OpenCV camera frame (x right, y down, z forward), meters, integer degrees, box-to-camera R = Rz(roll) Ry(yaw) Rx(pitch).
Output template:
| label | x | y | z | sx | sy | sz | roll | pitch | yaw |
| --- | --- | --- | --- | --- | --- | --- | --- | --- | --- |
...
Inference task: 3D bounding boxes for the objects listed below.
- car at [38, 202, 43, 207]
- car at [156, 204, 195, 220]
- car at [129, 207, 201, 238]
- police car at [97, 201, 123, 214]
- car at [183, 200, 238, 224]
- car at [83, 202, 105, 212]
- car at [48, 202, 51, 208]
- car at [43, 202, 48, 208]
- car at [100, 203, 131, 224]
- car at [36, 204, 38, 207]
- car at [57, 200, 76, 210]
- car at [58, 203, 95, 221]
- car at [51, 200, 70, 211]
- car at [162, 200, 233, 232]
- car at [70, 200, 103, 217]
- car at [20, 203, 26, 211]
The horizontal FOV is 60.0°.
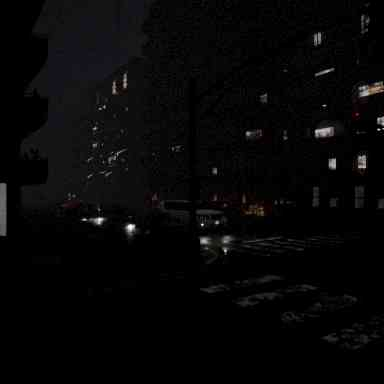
| label | x | y | z | sx | sy | sz | roll | pitch | yaw |
| --- | --- | --- | --- | --- | --- | --- | --- | --- | --- |
| car | -35.038 | 3.049 | 80.077 | 1.887 | 1.381 | 4.507 | -1 | 0 | -36 |
| car | -1.791 | 2.045 | 34.227 | 1.887 | 1.381 | 4.507 | -1 | 0 | -36 |
| car | -1.764 | 1.833 | 19.970 | 1.752 | 1.417 | 4.829 | -1 | 0 | -36 |
| police car | -12.273 | 2.256 | 49.516 | 1.930 | 1.638 | 5.238 | 0 | -1 | -36 |
| car | 1.527 | 1.713 | 29.643 | 2.192 | 1.841 | 5.009 | -1 | 0 | -36 |
| car | -16.312 | 2.432 | 55.097 | 1.882 | 1.535 | 5.008 | 0 | -1 | -36 |
| car | -28.394 | 2.623 | 70.908 | 2.192 | 1.841 | 5.009 | -1 | 0 | -36 |
| car | -31.712 | 2.972 | 75.492 | 1.947 | 1.339 | 4.313 | -1 | 0 | -36 |
| car | -6.185 | 2.052 | 30.498 | 2.033 | 1.411 | 5.357 | 0 | -1 | -36 |
| car | -38.357 | 3.168 | 84.665 | 1.947 | 1.339 | 4.313 | -1 | 0 | -36 |
| car | -25.069 | 2.524 | 66.322 | 2.192 | 1.841 | 5.009 | -1 | 0 | -36 |
| car | -11.838 | 2.163 | 33.863 | 1.887 | 1.381 | 4.507 | -1 | 0 | -36 |
| car | -23.188 | 2.594 | 59.403 | 1.837 | 1.490 | 4.892 | 0 | -3 | -36 |
| car | -0.127 | 1.538 | 22.145 | 2.150 | 2.045 | 5.566 | 0 | -1 | -36 |
| car | -12.306 | 2.044 | 38.966 | 2.097 | 1.767 | 4.553 | 0 | -1 | -36 |
| car | -31.786 | 2.769 | 61.374 | 1.887 | 1.381 | 4.507 | -1 | 0 | -36 |
